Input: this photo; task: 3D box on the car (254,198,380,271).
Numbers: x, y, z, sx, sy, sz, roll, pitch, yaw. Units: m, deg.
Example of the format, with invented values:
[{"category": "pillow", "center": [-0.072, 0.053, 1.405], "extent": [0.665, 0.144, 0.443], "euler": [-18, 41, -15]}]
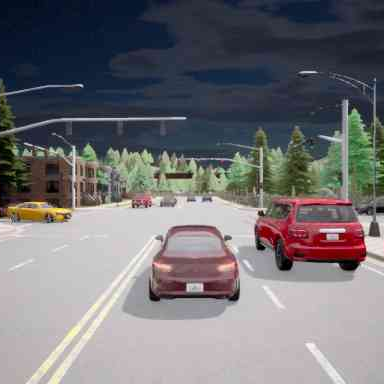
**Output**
[{"category": "car", "center": [3.553, 1.221, 11.066], "extent": [2.150, 2.045, 5.566], "euler": [0, 0, 0]}]

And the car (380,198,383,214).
[{"category": "car", "center": [18.261, 1.352, 32.457], "extent": [4.553, 1.767, 2.097], "euler": [0, 0, 0]}]

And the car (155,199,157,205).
[{"category": "car", "center": [-7.205, 1.525, 57.307], "extent": [1.812, 1.442, 4.674], "euler": [0, 0, 0]}]

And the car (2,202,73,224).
[{"category": "car", "center": [-11.167, 1.477, 24.567], "extent": [5.008, 1.535, 1.882], "euler": [0, -1, 19]}]

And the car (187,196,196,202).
[{"category": "car", "center": [-0.152, 1.553, 74.575], "extent": [1.994, 1.385, 4.181], "euler": [0, 0, 0]}]

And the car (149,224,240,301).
[{"category": "car", "center": [0.046, 1.526, 8.185], "extent": [1.812, 1.442, 4.674], "euler": [0, 0, 0]}]

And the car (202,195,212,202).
[{"category": "car", "center": [3.356, 1.355, 74.348], "extent": [2.097, 1.767, 4.553], "euler": [0, 0, 0]}]

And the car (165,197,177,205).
[{"category": "car", "center": [-3.700, 1.564, 59.792], "extent": [1.994, 1.385, 4.181], "euler": [0, 0, 0]}]

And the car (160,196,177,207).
[{"category": "car", "center": [-3.702, 1.352, 51.184], "extent": [2.097, 1.767, 4.553], "euler": [0, 0, 0]}]

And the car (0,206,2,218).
[{"category": "car", "center": [-14.765, 1.564, 29.126], "extent": [4.181, 1.385, 1.994], "euler": [0, 0, -1]}]

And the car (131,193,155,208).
[{"category": "car", "center": [-7.169, 1.221, 47.908], "extent": [2.150, 2.045, 5.566], "euler": [0, 0, 2]}]
